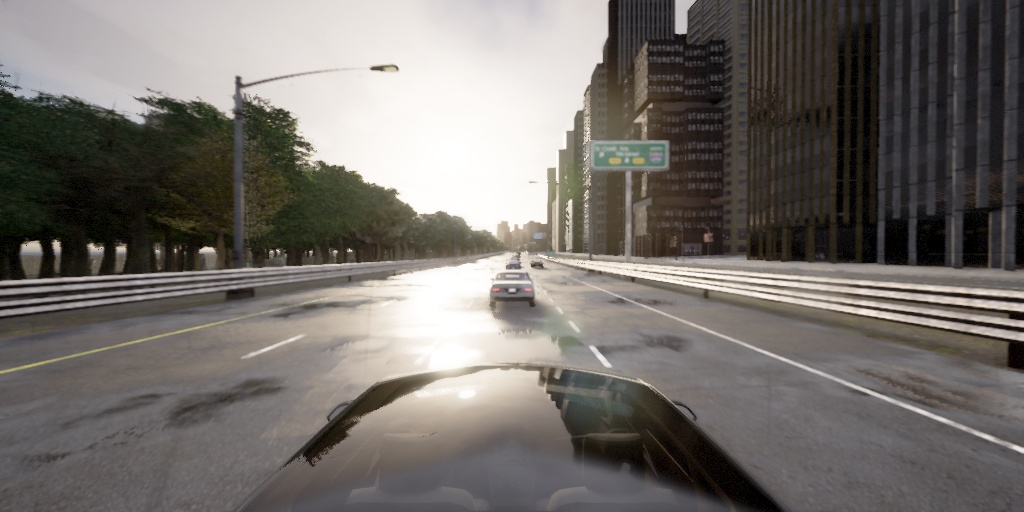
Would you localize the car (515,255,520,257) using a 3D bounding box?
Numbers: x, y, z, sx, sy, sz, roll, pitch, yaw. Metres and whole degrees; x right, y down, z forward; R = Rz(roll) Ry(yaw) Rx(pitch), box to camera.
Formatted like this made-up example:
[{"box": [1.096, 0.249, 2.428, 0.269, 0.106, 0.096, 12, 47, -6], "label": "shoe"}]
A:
[{"box": [0.378, 1.066, 62.146, 1.837, 1.490, 4.892, 0, 0, 1], "label": "car"}]

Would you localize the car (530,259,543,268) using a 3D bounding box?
[{"box": [3.920, 1.199, 57.320, 1.895, 1.301, 4.718, 0, 0, 1], "label": "car"}]

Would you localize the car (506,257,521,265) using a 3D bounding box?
[{"box": [0.181, 1.204, 43.617, 1.812, 1.442, 4.674, 0, 0, 0], "label": "car"}]

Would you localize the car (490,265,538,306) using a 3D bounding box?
[{"box": [0.018, 1.294, 15.646, 2.033, 1.411, 5.357, 0, 0, 0], "label": "car"}]
